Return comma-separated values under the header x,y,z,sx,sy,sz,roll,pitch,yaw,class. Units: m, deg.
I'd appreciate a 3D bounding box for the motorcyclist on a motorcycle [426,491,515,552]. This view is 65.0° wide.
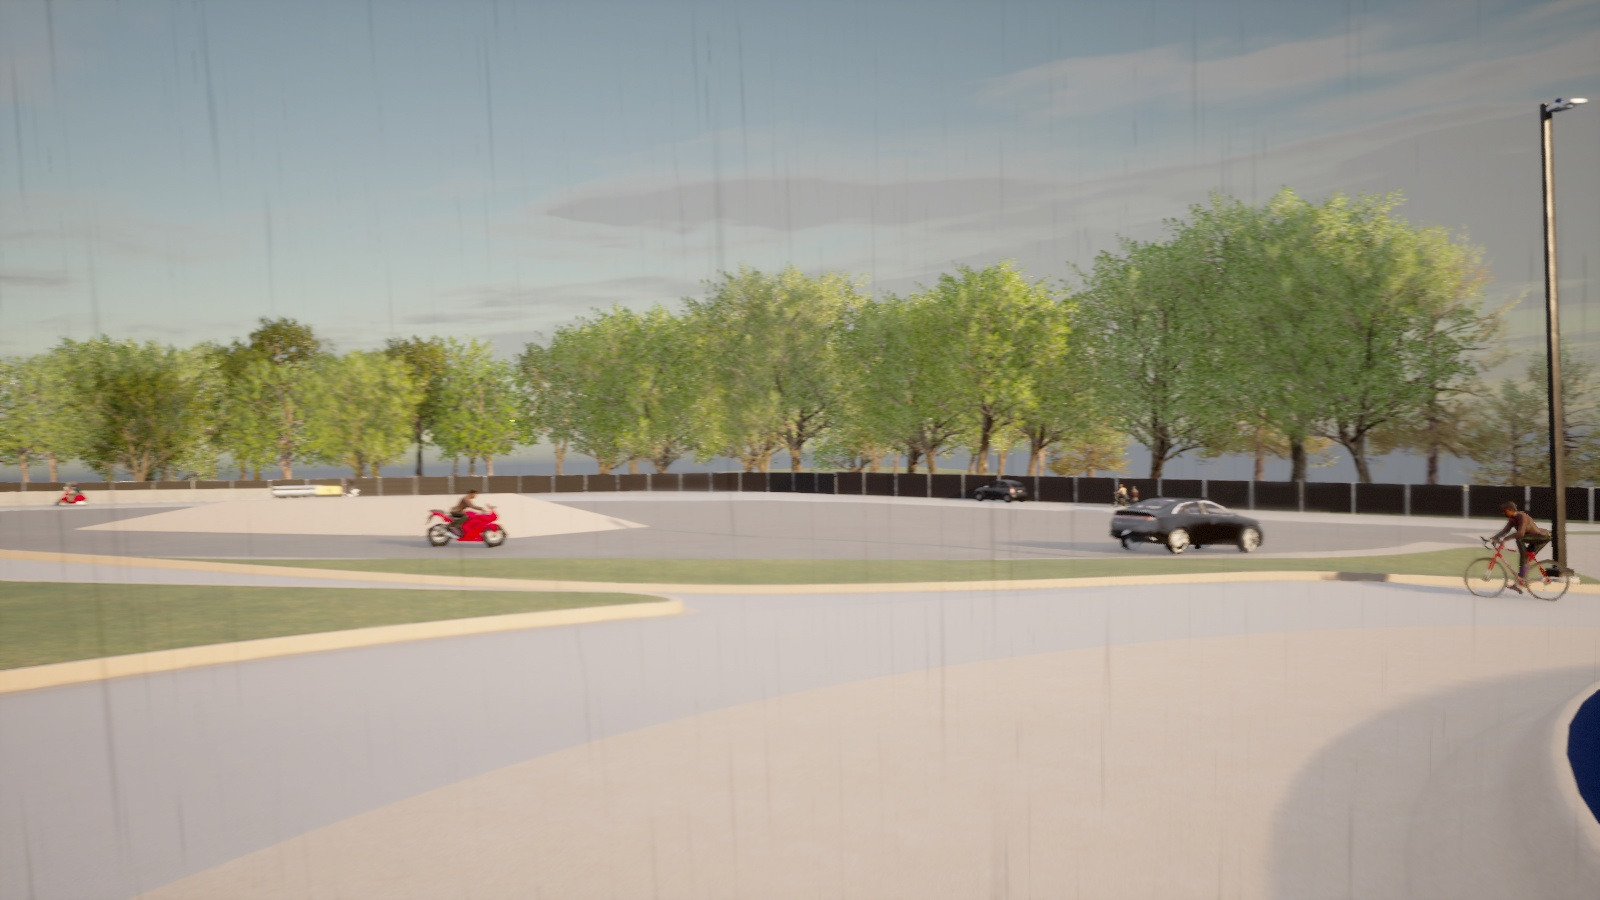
x,y,z,sx,sy,sz,roll,pitch,yaw,class
-8.373,1.807,31.963,2.044,1.523,0.797,0,-2,-2,motorcyclist on a motorcycle

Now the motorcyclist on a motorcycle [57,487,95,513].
x,y,z,sx,sy,sz,roll,pitch,yaw,class
-44.552,3.068,77.304,0.866,1.590,1.817,-1,-1,30,motorcyclist on a motorcycle

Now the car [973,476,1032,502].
x,y,z,sx,sy,sz,roll,pitch,yaw,class
14.781,2.841,91.745,1.851,1.617,3.988,-3,3,-40,car

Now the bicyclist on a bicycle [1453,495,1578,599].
x,y,z,sx,sy,sz,roll,pitch,yaw,class
11.765,1.583,20.681,1.656,1.620,0.582,2,-1,5,bicyclist on a bicycle

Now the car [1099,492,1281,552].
x,y,z,sx,sy,sz,roll,pitch,yaw,class
10.828,1.960,34.794,4.902,1.511,2.128,2,-1,-32,car
